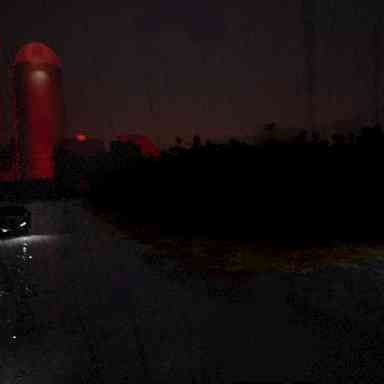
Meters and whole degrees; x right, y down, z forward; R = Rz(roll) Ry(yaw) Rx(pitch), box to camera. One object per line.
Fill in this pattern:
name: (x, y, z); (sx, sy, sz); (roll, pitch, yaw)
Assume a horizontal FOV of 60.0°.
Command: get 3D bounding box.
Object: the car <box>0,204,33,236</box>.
car: (-9.809, 1.458, 17.955); (1.837, 1.490, 4.892); (-3, 4, -24)
